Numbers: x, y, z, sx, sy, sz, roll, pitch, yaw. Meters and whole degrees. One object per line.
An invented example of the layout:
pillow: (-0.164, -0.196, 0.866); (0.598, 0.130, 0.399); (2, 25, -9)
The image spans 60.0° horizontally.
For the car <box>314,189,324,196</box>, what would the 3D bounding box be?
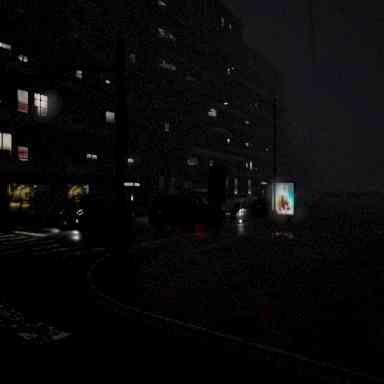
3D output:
car: (27.998, -0.024, 72.435); (1.967, 1.590, 4.097); (2, 2, 35)

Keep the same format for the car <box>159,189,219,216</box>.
car: (-0.103, 0.765, 27.880); (2.150, 2.045, 5.566); (0, 1, 36)

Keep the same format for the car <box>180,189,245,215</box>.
car: (1.509, 0.804, 24.613); (2.150, 2.045, 5.566); (0, 1, 35)

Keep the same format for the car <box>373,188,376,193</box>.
car: (38.087, -0.011, 72.230); (1.887, 1.381, 4.507); (1, 2, 35)

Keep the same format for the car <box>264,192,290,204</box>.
car: (11.363, 0.731, 44.162); (1.994, 1.385, 4.181); (0, 1, 36)

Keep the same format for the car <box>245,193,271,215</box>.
car: (6.234, 1.069, 26.815); (1.947, 1.339, 4.313); (1, 2, 35)

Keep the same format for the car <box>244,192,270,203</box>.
car: (8.890, 0.755, 45.196); (1.802, 1.307, 4.206); (2, 2, 35)

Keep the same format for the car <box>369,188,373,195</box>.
car: (34.902, 0.096, 67.688); (1.887, 1.381, 4.507); (1, 2, 35)

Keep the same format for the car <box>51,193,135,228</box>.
car: (-5.640, 1.075, 19.992); (2.097, 1.767, 4.553); (0, 1, 35)

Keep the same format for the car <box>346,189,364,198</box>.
car: (28.532, 0.309, 58.605); (1.887, 1.381, 4.507); (1, 2, 35)

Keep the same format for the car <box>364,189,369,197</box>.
car: (31.717, 0.099, 63.143); (1.967, 1.590, 4.097); (1, 2, 35)

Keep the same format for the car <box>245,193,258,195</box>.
car: (5.546, 0.884, 35.919); (1.812, 1.442, 4.674); (0, 1, 35)

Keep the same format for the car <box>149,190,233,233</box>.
car: (-0.135, 1.026, 17.726); (2.192, 1.841, 5.009); (1, 2, 35)

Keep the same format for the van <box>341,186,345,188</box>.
van: (37.553, -0.445, 86.054); (1.690, 1.788, 3.998); (2, 2, 35)

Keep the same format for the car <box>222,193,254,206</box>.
car: (5.706, 0.829, 40.656); (2.008, 1.369, 4.403); (2, 2, 35)

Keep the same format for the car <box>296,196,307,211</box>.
car: (9.419, 0.965, 31.357); (1.947, 1.339, 4.313); (1, 2, 35)

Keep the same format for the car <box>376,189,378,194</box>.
car: (44.457, -0.220, 81.312); (2.008, 1.369, 4.403); (1, 2, 35)

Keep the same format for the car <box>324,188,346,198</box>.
car: (25.000, 0.407, 58.109); (1.895, 1.301, 4.718); (0, 1, 35)

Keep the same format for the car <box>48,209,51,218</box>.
car: (-7.030, 1.010, 22.487); (2.192, 1.841, 5.009); (1, 2, 35)
